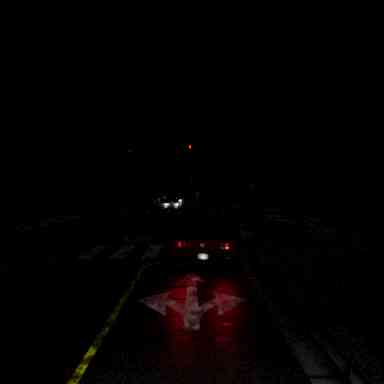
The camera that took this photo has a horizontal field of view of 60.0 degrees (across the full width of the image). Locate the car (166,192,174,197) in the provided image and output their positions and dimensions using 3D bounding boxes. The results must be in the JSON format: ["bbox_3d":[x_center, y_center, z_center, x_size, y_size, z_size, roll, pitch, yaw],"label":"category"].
[{"bbox_3d":[-5.691,0.685,86.503,2.008,1.369,4.403,0,0,0],"label":"car"}]

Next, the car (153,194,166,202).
[{"bbox_3d":[-5.706,0.964,58.951,1.802,1.307,4.206,0,1,0],"label":"car"}]

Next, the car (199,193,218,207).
[{"bbox_3d":[2.310,1.110,42.414,1.947,1.339,4.313,0,1,0],"label":"car"}]

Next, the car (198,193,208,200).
[{"bbox_3d":[2.325,0.830,69.968,2.008,1.369,4.403,0,1,0],"label":"car"}]

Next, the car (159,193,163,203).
[{"bbox_3d":[-5.711,0.930,47.929,1.967,1.590,4.097,0,1,0],"label":"car"}]

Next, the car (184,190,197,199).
[{"bbox_3d":[-0.312,0.825,69.977,1.994,1.385,4.181,0,1,0],"label":"car"}]

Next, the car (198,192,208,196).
[{"bbox_3d":[2.316,1.017,53.437,1.802,1.307,4.206,0,1,0],"label":"car"}]

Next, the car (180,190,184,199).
[{"bbox_3d":[-3.065,0.799,68.008,1.837,1.490,4.892,0,1,0],"label":"car"}]

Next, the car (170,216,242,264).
[{"bbox_3d":[0.687,1.463,11.368,1.895,1.301,4.718,0,1,10],"label":"car"}]

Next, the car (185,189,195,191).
[{"bbox_3d":[-0.306,0.548,79.978,1.812,1.442,4.674,0,0,0],"label":"car"}]

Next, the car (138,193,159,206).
[{"bbox_3d":[-5.714,0.985,42.418,1.967,1.590,4.097,0,1,0],"label":"car"}]

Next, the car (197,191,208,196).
[{"bbox_3d":[2.319,0.948,58.947,1.947,1.339,4.313,0,1,0],"label":"car"}]

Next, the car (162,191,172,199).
[{"bbox_3d":[-5.697,0.671,75.481,1.967,1.590,4.097,0,1,0],"label":"car"}]

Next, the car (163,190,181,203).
[{"bbox_3d":[-3.143,0.922,52.508,1.882,1.535,5.008,0,0,0],"label":"car"}]

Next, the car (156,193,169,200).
[{"bbox_3d":[-5.703,0.881,64.461,2.008,1.369,4.403,0,1,0],"label":"car"}]
